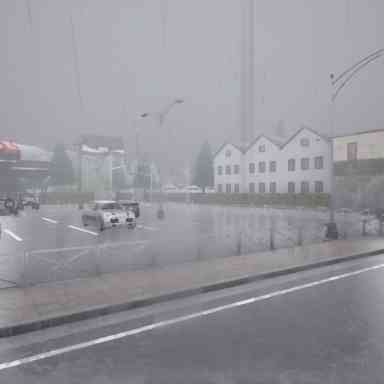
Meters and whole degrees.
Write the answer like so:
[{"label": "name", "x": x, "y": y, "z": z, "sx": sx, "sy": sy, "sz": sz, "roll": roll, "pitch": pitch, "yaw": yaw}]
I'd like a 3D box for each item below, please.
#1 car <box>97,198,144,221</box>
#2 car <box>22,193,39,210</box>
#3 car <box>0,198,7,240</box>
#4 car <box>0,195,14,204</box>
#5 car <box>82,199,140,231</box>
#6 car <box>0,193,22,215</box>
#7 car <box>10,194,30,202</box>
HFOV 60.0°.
[{"label": "car", "x": -5.742, "y": 1.313, "z": 26.231, "sx": 2.007, "sy": 1.523, "sz": 4.514, "roll": 0, "pitch": 0, "yaw": -36}, {"label": "car", "x": -19.101, "y": 1.092, "z": 38.662, "sx": 1.905, "sy": 1.878, "sz": 3.866, "roll": 0, "pitch": 0, "yaw": -36}, {"label": "car", "x": -9.665, "y": 1.169, "z": 14.375, "sx": 2.152, "sy": 1.636, "sz": 5.027, "roll": 0, "pitch": 0, "yaw": -36}, {"label": "car", "x": -38.404, "y": 1.495, "z": 66.658, "sx": 4.611, "sy": 1.667, "sz": 2.242, "roll": 0, "pitch": 0, "yaw": -36}, {"label": "car", "x": -4.629, "y": 1.248, "z": 18.365, "sx": 1.970, "sy": 1.475, "sz": 3.806, "roll": 0, "pitch": 0, "yaw": -36}, {"label": "car", "x": -17.207, "y": 1.113, "z": 30.348, "sx": 1.932, "sy": 1.855, "sz": 4.605, "roll": 0, "pitch": 0, "yaw": -36}, {"label": "car", "x": -38.162, "y": 1.328, "z": 73.786, "sx": 3.866, "sy": 1.878, "sz": 1.905, "roll": 0, "pitch": 0, "yaw": -36}]
